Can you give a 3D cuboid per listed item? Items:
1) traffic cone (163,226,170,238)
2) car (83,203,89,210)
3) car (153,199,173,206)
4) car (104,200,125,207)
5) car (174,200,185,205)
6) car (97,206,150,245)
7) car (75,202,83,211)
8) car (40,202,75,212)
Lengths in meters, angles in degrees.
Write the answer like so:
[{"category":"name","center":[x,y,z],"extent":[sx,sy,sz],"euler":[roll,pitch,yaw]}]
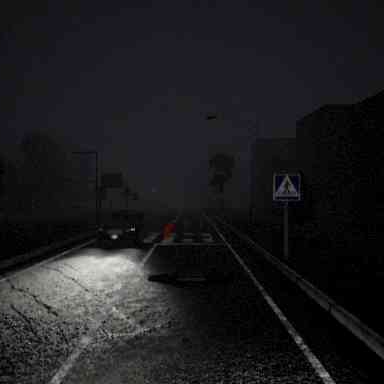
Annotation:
[{"category":"traffic cone","center":[-1.371,2.138,17.753],"extent":[0.340,0.580,0.340],"euler":[0,-1,0]},{"category":"car","center":[-21.853,2.549,59.895],"extent":[5.008,1.535,2.097],"euler":[0,-1,0]},{"category":"car","center":[-8.652,3.320,94.243],"extent":[4.892,1.521,2.231],"euler":[0,-1,0]},{"category":"car","center":[-21.741,3.249,91.521],"extent":[5.008,1.535,2.097],"euler":[0,-1,0]},{"category":"car","center":[-3.069,3.184,90.828],"extent":[1.837,1.490,4.892],"euler":[0,-1,0]},{"category":"car","center":[-3.237,1.645,16.363],"extent":[2.128,1.511,4.902],"euler":[0,-1,0]},{"category":"car","center":[-21.852,2.478,56.622],"extent":[4.892,1.521,2.231],"euler":[0,-1,0]},{"category":"car","center":[-21.865,2.445,53.346],"extent":[4.674,1.452,2.002],"euler":[0,-1,0]}]
